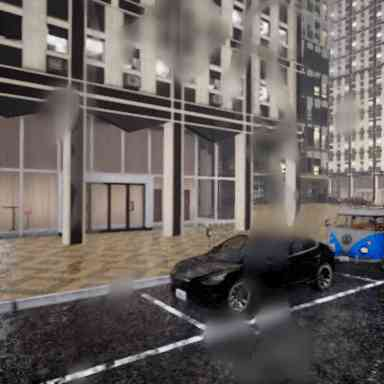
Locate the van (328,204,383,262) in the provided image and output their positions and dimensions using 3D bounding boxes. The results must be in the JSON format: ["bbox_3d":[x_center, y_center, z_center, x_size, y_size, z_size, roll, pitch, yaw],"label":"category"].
[{"bbox_3d":[6.166,1.443,10.956,3.998,1.788,1.690,1,0,-35],"label":"van"}]

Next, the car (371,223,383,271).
[{"bbox_3d":[6.810,1.584,8.234,4.902,1.511,2.128,1,0,-35],"label":"car"}]

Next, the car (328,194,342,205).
[{"bbox_3d":[22.490,1.198,55.249,2.192,1.841,5.009,2,0,-36],"label":"car"}]

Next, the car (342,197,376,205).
[{"bbox_3d":[25.726,1.572,50.717,1.802,1.307,4.206,2,0,-36],"label":"car"}]

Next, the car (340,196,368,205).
[{"bbox_3d":[29.256,1.530,60.180,1.802,1.307,4.206,2,0,-36],"label":"car"}]

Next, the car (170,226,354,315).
[{"bbox_3d":[1.566,1.617,7.675,4.313,1.339,1.947,1,0,-35],"label":"car"}]
